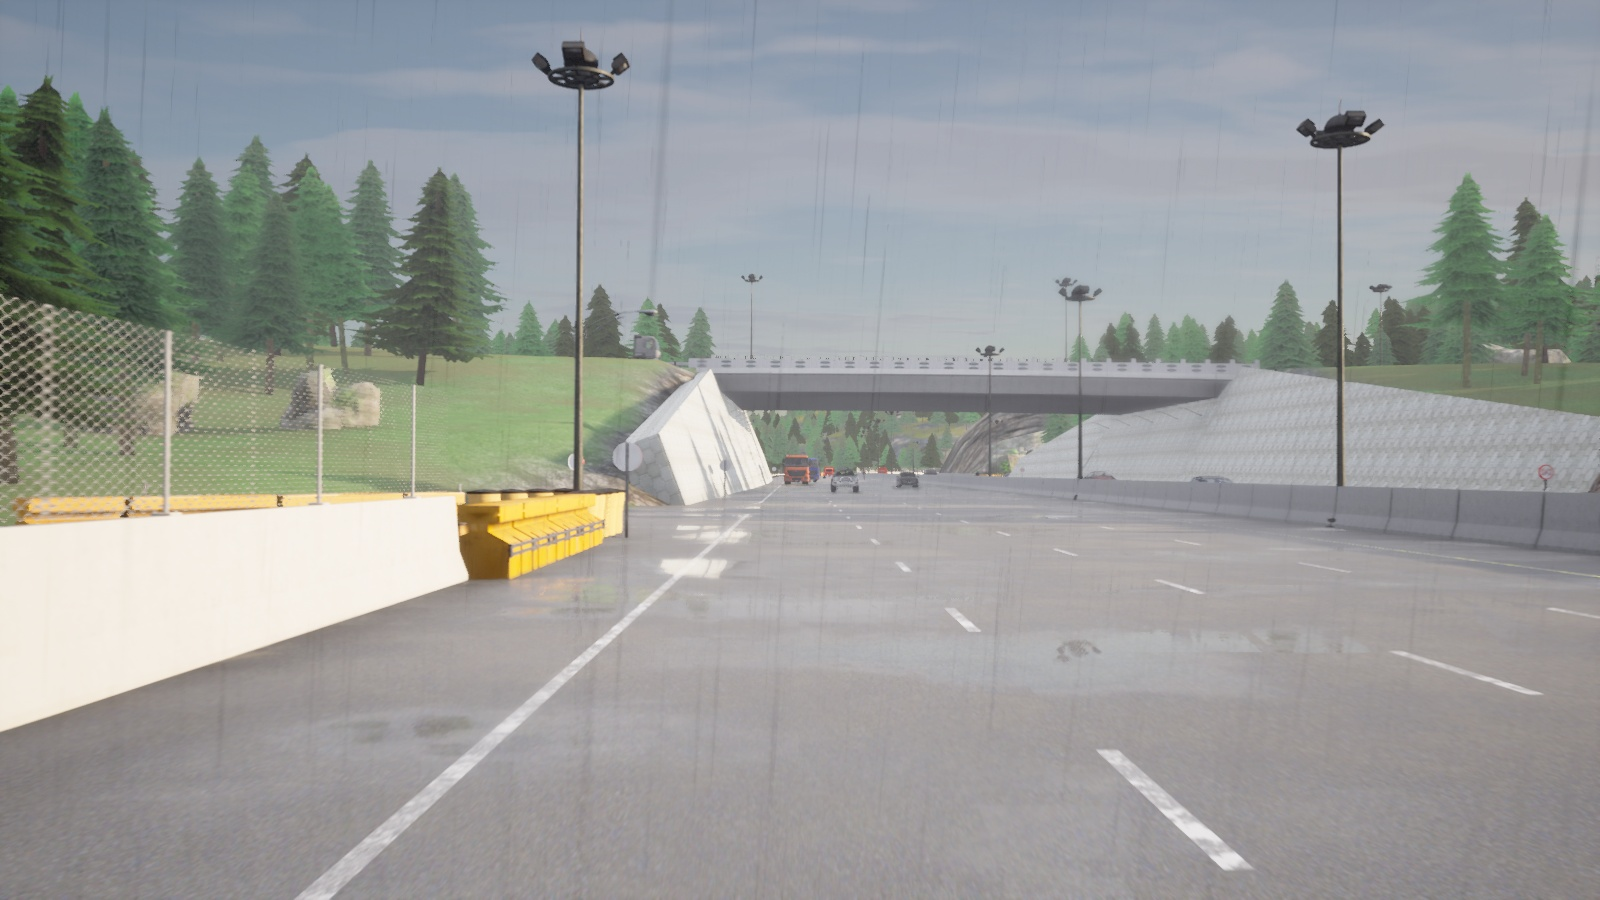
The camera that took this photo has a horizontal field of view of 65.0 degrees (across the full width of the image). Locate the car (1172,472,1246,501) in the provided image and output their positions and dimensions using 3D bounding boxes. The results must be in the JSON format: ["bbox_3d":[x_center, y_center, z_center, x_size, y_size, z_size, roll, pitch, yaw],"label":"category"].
[{"bbox_3d":[20.845,1.854,64.231,2.033,1.411,5.357,0,-1,0],"label":"car"}]

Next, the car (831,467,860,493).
[{"bbox_3d":[3.279,2.146,91.319,1.932,1.855,4.605,0,-1,0],"label":"car"}]
